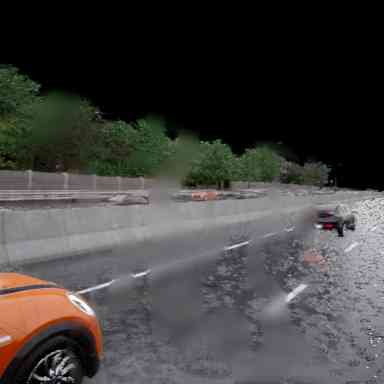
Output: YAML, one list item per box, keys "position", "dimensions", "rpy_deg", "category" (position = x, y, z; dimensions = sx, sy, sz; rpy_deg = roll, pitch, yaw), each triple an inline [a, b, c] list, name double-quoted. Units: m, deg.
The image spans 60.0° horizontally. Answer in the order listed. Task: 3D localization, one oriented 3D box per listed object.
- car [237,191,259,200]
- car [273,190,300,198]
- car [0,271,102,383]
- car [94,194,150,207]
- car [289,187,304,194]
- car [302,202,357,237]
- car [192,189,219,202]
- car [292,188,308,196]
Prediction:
- position: [8.461, 0.619, 50.098]
  dimensions: [1.994, 1.385, 4.181]
  rpy_deg: [2, 2, 35]
  category: "car"
- position: [11.752, 0.815, 42.558]
  dimensions: [1.837, 1.490, 4.892]
  rpy_deg: [2, 2, 35]
  category: "car"
- position: [-2.921, 1.222, 2.533]
  dimensions: [2.097, 1.767, 4.553]
  rpy_deg: [2, 1, 35]
  category: "car"
- position: [-5.039, 0.894, 24.437]
  dimensions: [1.812, 1.442, 4.674]
  rpy_deg: [2, 2, 35]
  category: "car"
- position: [25.293, -0.352, 80.394]
  dimensions: [2.097, 1.767, 4.553]
  rpy_deg: [2, 1, 35]
  category: "car"
- position: [7.124, 1.303, 17.070]
  dimensions: [1.837, 1.490, 4.892]
  rpy_deg: [2, 1, 35]
  category: "car"
- position: [1.879, 0.359, 46.721]
  dimensions: [2.097, 1.767, 4.553]
  rpy_deg: [2, 2, 35]
  category: "car"
- position: [19.166, 0.376, 59.326]
  dimensions: [2.097, 1.767, 4.553]
  rpy_deg: [2, 2, 35]
  category: "car"
